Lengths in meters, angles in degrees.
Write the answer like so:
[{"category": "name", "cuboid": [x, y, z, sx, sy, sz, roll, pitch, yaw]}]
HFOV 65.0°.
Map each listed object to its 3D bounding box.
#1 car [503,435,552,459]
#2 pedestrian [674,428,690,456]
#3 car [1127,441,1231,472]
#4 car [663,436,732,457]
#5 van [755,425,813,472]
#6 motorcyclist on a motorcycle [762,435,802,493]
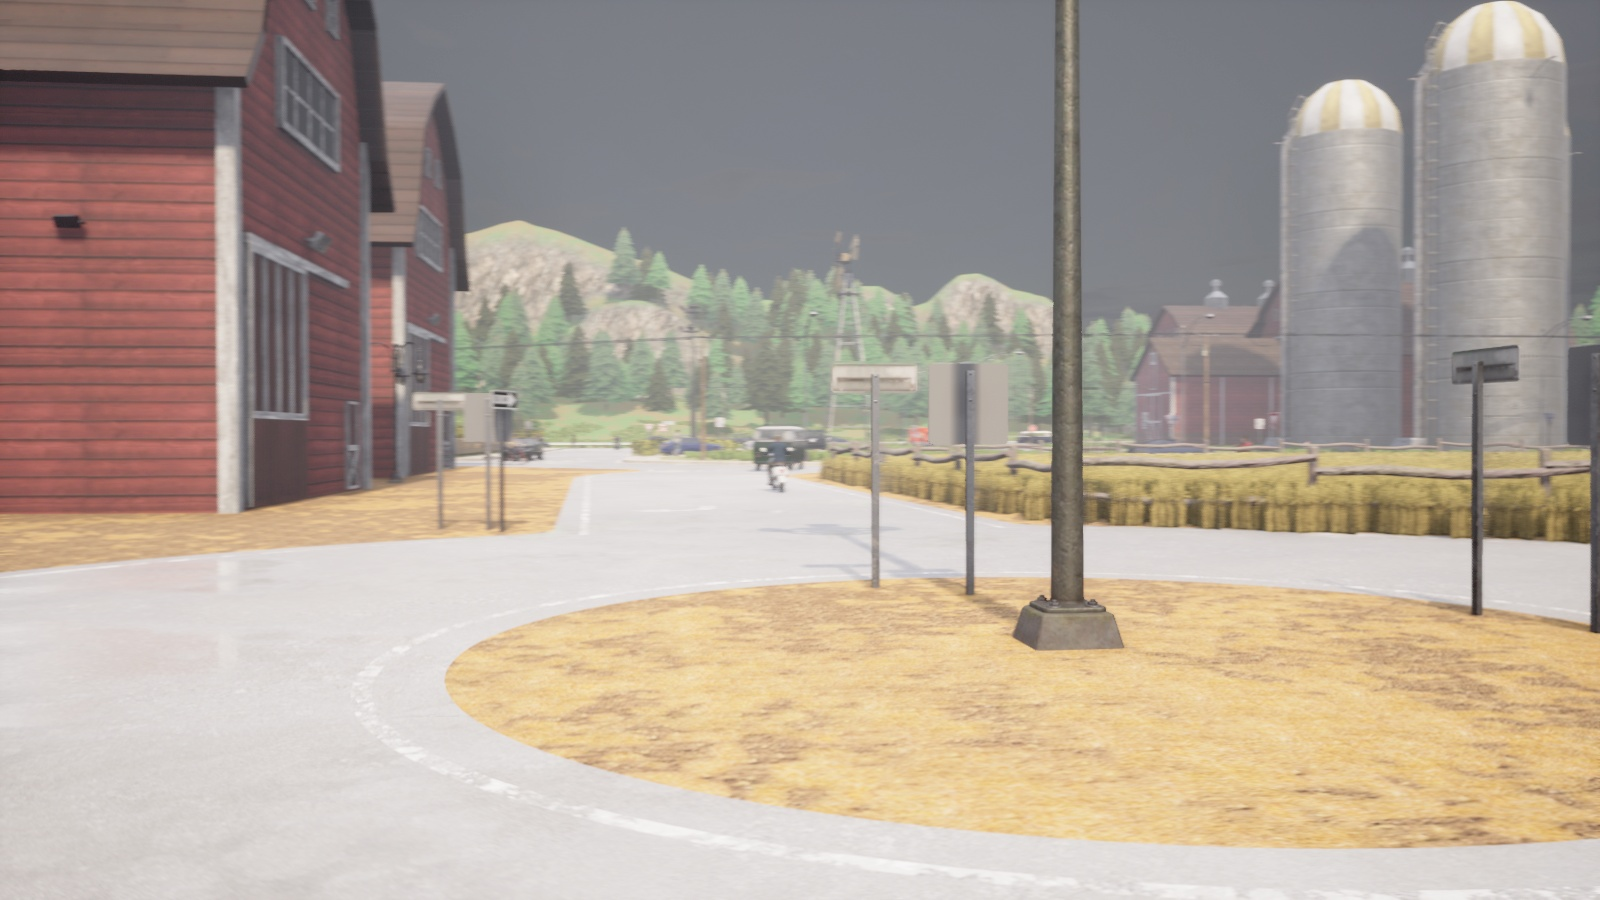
[{"category": "car", "cuboid": [-17.222, -0.196, 79.636, 2.163, 1.488, 4.792, 0, 1, -1]}, {"category": "pedestrian", "cuboid": [-7.951, -0.550, 84.567, 0.874, 1.855, 0.900, 0, 1, 13]}, {"category": "car", "cuboid": [17.717, 0.288, 58.838, 4.181, 1.385, 1.994, 0, 1, -6]}, {"category": "car", "cuboid": [-7.427, -0.248, 90.638, 4.674, 1.442, 1.812, 0, 1, -16]}, {"category": "van", "cuboid": [-0.679, -0.091, 56.195, 1.775, 1.987, 4.442, 1, 1, 10]}, {"category": "motorcyclist on a motorcycle", "cuboid": [-0.523, 0.367, 35.098, 0.866, 1.590, 1.817, 0, 1, -9]}]
